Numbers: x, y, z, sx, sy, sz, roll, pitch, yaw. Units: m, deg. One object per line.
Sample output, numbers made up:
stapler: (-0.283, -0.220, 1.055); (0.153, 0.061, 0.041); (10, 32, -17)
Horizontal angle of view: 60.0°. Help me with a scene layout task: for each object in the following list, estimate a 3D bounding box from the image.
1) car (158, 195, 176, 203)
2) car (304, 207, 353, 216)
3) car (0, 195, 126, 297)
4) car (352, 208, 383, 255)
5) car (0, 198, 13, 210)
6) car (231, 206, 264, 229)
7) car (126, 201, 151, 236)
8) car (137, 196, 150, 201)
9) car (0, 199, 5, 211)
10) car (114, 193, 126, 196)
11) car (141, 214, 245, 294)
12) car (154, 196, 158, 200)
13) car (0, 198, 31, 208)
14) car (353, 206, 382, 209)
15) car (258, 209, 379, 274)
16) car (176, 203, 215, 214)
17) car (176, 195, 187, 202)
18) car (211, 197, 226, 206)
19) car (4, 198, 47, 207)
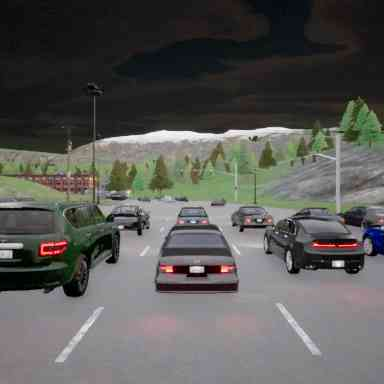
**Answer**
car: (-5.269, 1.525, 69.748); (1.812, 1.442, 4.674); (0, 0, -17)
car: (7.033, 1.564, 19.018); (1.994, 1.385, 4.181); (0, 0, 0)
car: (-3.420, 1.221, 8.707); (2.150, 2.045, 5.566); (0, 0, 0)
car: (7.075, 1.478, 10.030); (1.882, 1.535, 5.008); (0, 0, 0)
car: (-26.257, 1.547, 42.808); (5.357, 1.411, 2.033); (0, 0, -1)
car: (3.520, 1.547, 20.038); (2.033, 1.411, 5.357); (0, 0, -1)
car: (-3.460, 1.491, 18.561); (2.128, 1.511, 4.902); (0, 0, 0)
car: (-11.066, 1.540, 75.522); (2.033, 1.411, 5.357); (0, 0, -23)
car: (-24.973, 1.526, 39.326); (4.674, 1.442, 1.812); (0, 0, -1)
car: (-18.723, 1.478, 81.827); (1.882, 1.535, 5.008); (0, 0, -37)
car: (0.082, 1.547, 8.952); (2.033, 1.411, 5.357); (0, 0, 0)
car: (-8.577, 1.525, 91.577); (2.128, 1.511, 4.902); (0, 0, -41)
car: (-25.212, 1.526, 46.324); (4.674, 1.442, 1.812); (0, 0, -1)
car: (10.521, 1.547, 19.991); (2.033, 1.411, 5.357); (0, 0, -1)
car: (3.576, 1.505, 10.545); (1.837, 1.490, 4.892); (0, 0, 0)
car: (0.043, 1.547, 19.021); (2.033, 1.411, 5.357); (0, 0, 0)
car: (-2.541, 1.500, 73.014); (1.837, 1.490, 4.892); (0, 0, -20)
car: (4.328, 1.564, 53.713); (1.994, 1.385, 4.181); (0, 0, 12)
car: (-24.924, 1.547, 49.829); (5.357, 1.411, 2.033); (0, 0, -1)
